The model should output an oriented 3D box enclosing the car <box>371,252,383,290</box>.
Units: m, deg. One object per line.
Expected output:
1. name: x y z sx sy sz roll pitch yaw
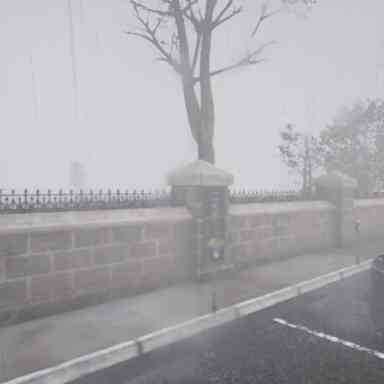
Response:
1. car: 5.871 1.522 7.889 4.313 1.339 1.947 0 0 -41
